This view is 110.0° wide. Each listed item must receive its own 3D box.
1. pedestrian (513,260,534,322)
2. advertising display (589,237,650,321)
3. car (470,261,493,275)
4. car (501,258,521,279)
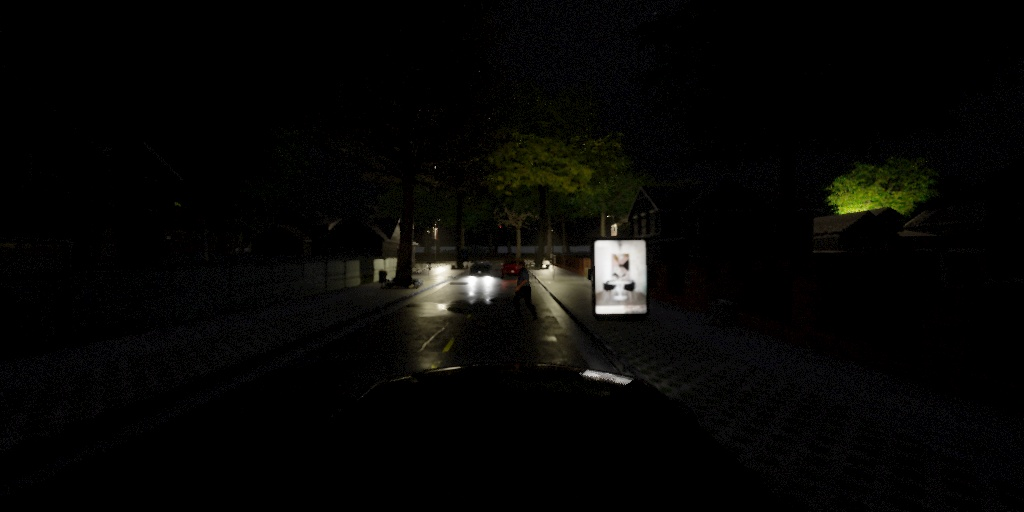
[{"bbox_3d":[0.333,0.984,10.521,0.375,1.860,0.375,1,-1,-15],"label":"pedestrian"},{"bbox_3d":[3.009,0.719,9.974,1.540,2.440,0.280,0,0,0],"label":"advertising display"},{"bbox_3d":[-2.837,1.084,33.711,1.895,1.301,4.718,0,1,0],"label":"car"},{"bbox_3d":[0.076,1.003,29.740,1.882,1.535,5.008,0,1,0],"label":"car"}]
